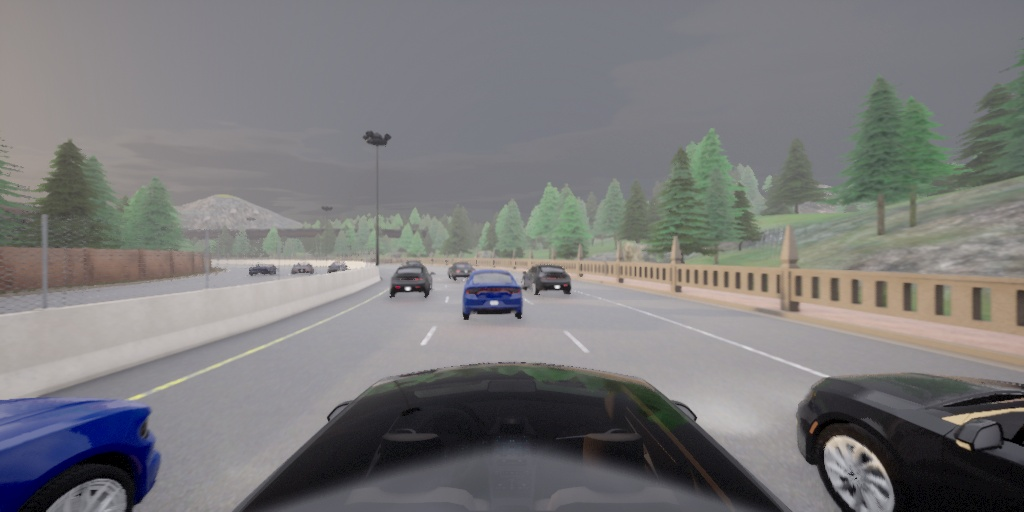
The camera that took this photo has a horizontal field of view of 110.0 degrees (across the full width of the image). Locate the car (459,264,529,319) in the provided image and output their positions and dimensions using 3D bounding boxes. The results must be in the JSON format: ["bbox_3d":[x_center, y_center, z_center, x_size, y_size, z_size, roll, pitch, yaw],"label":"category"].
[{"bbox_3d":[-0.775,1.217,12.891,1.882,1.535,5.008,0,0,-6],"label":"car"}]

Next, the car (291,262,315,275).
[{"bbox_3d":[-22.849,1.346,39.343,1.994,1.385,4.181,0,0,-25],"label":"car"}]

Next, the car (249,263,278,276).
[{"bbox_3d":[-25.634,1.395,37.120,1.895,1.301,4.718,0,0,-25],"label":"car"}]

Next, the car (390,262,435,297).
[{"bbox_3d":[-5.201,1.252,18.826,1.837,1.490,4.892,0,0,-10],"label":"car"}]

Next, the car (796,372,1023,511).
[{"bbox_3d":[3.452,1.243,1.189,1.837,1.490,4.892,0,0,0],"label":"car"}]

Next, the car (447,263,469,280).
[{"bbox_3d":[-4.344,1.278,30.548,2.033,1.411,5.357,0,0,-17],"label":"car"}]

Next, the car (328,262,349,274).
[{"bbox_3d":[-18.532,1.316,38.388,2.033,1.411,5.357,0,0,-23],"label":"car"}]

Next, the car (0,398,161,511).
[{"bbox_3d":[-3.534,1.241,0.542,1.882,1.535,5.008,0,0,0],"label":"car"}]

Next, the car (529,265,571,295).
[{"bbox_3d":[1.773,1.228,19.536,1.837,1.490,4.892,0,0,-9],"label":"car"}]
